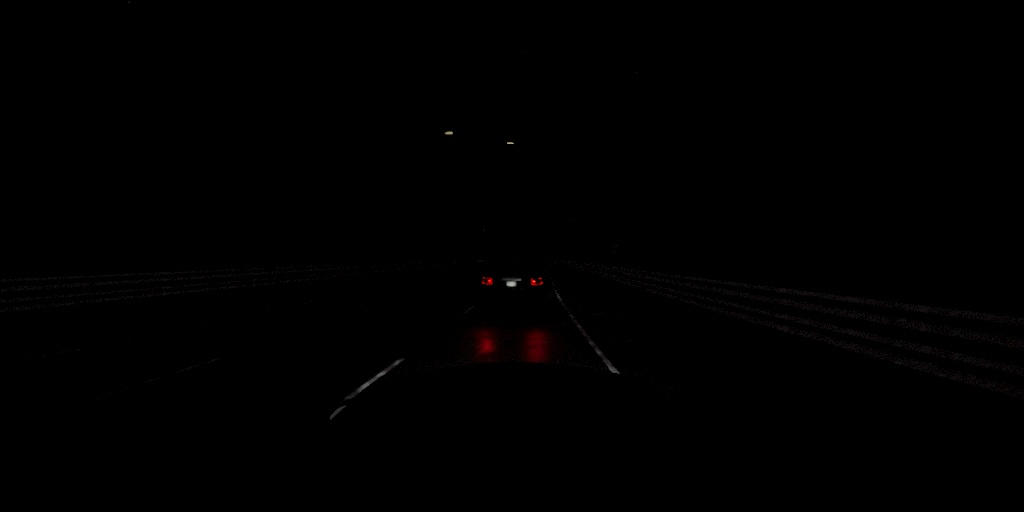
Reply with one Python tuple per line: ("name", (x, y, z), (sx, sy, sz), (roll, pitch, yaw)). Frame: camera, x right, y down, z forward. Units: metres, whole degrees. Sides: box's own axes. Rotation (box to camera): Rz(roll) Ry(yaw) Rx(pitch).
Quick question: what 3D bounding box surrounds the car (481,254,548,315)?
("car", (0.193, 0.961, 13.801), (2.150, 2.045, 5.566), (0, 0, 5))
